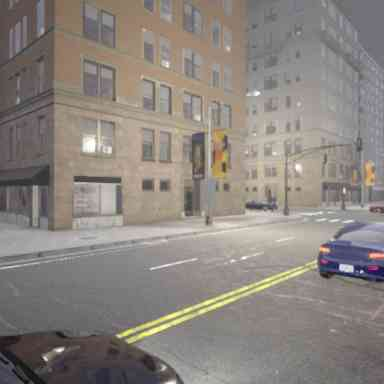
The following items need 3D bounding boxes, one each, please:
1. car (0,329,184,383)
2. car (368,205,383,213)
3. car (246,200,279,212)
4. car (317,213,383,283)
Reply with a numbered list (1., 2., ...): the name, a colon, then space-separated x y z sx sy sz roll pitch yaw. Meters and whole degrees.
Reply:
1. car: -1.820 1.564 1.722 1.994 1.385 4.181 0 0 42
2. car: 19.568 1.609 31.746 4.718 1.301 1.895 0 0 43
3. car: 7.650 1.581 38.850 4.718 1.301 1.895 0 0 43
4. car: 4.998 1.525 9.076 1.812 1.442 4.674 0 0 43
